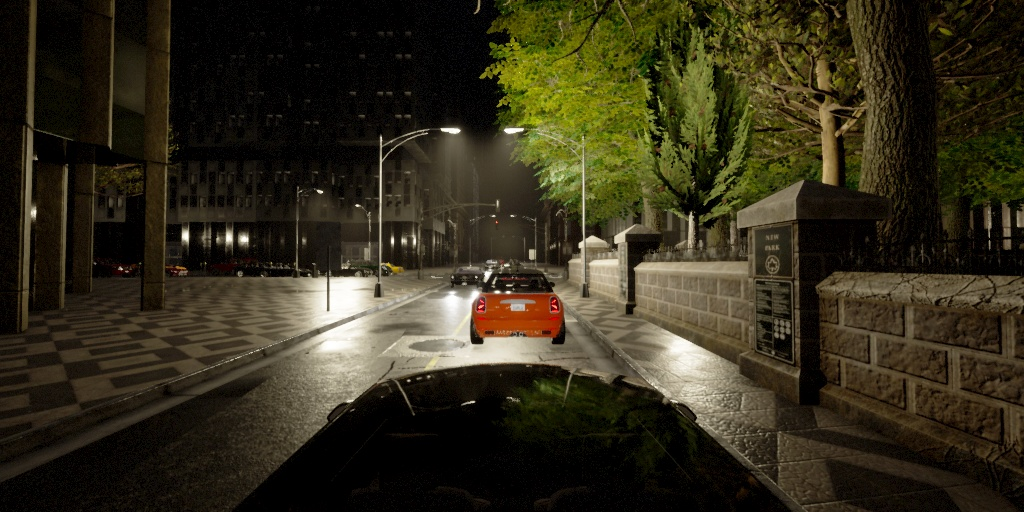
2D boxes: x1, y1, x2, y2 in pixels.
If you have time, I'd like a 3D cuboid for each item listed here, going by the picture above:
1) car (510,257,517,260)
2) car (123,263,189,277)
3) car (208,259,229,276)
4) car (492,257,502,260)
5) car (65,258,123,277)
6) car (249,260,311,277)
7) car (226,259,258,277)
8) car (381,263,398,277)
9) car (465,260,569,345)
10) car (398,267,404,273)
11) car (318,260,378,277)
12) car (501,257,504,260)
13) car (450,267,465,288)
[{"bbox_3d":[0.413,1.366,59.325,1.837,1.490,4.892,0,0,0],"label":"car"},{"bbox_3d":[-31.045,1.321,31.649,4.207,1.307,1.802,0,0,1],"label":"car"},{"bbox_3d":[-30.967,1.238,40.172,5.009,1.841,2.192,0,0,1],"label":"car"},{"bbox_3d":[-2.874,1.327,50.770,2.128,1.511,4.902,0,0,0],"label":"car"},{"bbox_3d":[-36.558,1.062,31.705,5.009,1.841,2.192,0,0,1],"label":"car"},{"bbox_3d":[-20.019,1.290,31.539,4.313,1.339,1.948,0,0,1],"label":"car"},{"bbox_3d":[-23.882,1.292,34.256,4.892,1.490,1.837,0,-1,0],"label":"car"},{"bbox_3d":[-13.738,1.126,34.156,4.553,1.767,2.097,0,-1,0],"label":"car"},{"bbox_3d":[0.130,1.107,9.707,2.097,1.767,4.553,0,0,0],"label":"car"},{"bbox_3d":[-14.600,1.426,40.008,4.829,1.417,1.751,0,0,1],"label":"car"},{"bbox_3d":[-14.507,1.268,31.483,4.403,1.370,2.007,0,0,1],"label":"car"},{"bbox_3d":[-2.810,1.371,61.145,1.837,1.490,4.892,0,0,1],"label":"car"},{"bbox_3d":[-2.903,1.381,24.067,1.895,1.301,4.718,0,0,0],"label":"car"}]
